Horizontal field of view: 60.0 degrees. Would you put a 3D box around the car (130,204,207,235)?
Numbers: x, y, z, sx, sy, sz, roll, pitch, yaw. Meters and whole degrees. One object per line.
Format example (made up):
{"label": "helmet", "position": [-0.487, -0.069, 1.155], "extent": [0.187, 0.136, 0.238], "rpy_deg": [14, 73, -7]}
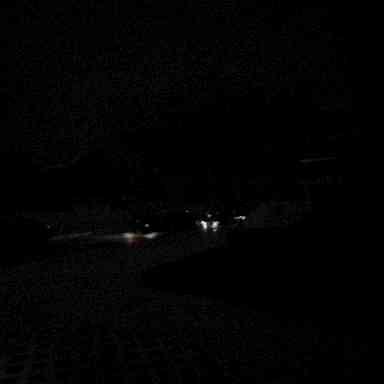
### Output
{"label": "car", "position": [-1.230, 1.673, 19.925], "extent": [1.882, 1.535, 5.008], "rpy_deg": [-3, -2, 28]}

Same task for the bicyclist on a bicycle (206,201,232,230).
{"label": "bicyclist on a bicycle", "position": [1.532, 1.362, 19.047], "extent": [1.656, 1.620, 0.582], "rpy_deg": [-4, -2, 29]}

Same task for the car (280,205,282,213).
{"label": "car", "position": [14.106, 2.127, 47.888], "extent": [1.882, 1.535, 5.008], "rpy_deg": [-3, -2, 29]}

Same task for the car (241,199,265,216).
{"label": "car", "position": [7.880, 1.899, 42.628], "extent": [2.150, 2.045, 5.566], "rpy_deg": [-3, -2, 31]}

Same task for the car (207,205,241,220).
{"label": "car", "position": [2.726, 2.018, 33.310], "extent": [2.128, 1.511, 4.902], "rpy_deg": [-3, -2, 29]}

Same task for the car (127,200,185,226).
{"label": "car", "position": [-2.310, 1.609, 24.211], "extent": [2.150, 2.045, 5.566], "rpy_deg": [-3, -2, 28]}

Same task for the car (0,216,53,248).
{"label": "car", "position": [-8.217, 1.768, 13.954], "extent": [1.812, 1.442, 4.674], "rpy_deg": [-3, -3, 34]}
